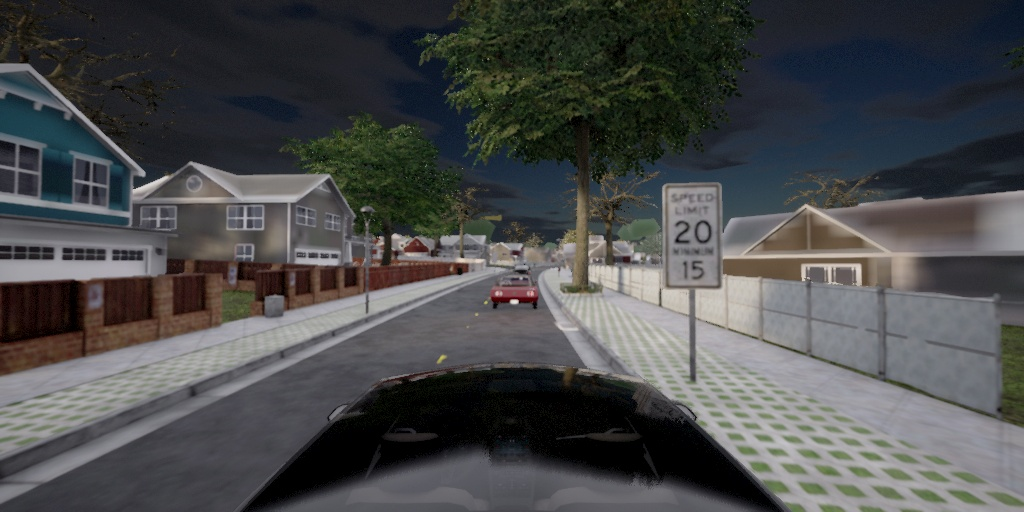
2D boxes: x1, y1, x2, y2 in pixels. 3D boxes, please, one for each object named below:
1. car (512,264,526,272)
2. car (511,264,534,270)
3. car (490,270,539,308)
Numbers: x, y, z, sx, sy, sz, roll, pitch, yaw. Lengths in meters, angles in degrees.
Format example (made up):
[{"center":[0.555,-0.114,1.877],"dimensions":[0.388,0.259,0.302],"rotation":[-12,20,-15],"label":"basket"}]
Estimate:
[{"center":[1.215,1.994,61.456],"dimensions":[1.895,1.301,4.718],"rotation":[0,-1,8],"label":"car"},{"center":[0.884,1.547,31.022],"dimensions":[1.837,1.490,4.892],"rotation":[0,0,4],"label":"car"},{"center":[0.164,1.485,15.904],"dimensions":[1.895,1.301,4.718],"rotation":[0,-1,2],"label":"car"}]
